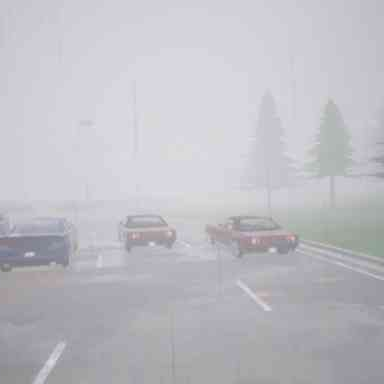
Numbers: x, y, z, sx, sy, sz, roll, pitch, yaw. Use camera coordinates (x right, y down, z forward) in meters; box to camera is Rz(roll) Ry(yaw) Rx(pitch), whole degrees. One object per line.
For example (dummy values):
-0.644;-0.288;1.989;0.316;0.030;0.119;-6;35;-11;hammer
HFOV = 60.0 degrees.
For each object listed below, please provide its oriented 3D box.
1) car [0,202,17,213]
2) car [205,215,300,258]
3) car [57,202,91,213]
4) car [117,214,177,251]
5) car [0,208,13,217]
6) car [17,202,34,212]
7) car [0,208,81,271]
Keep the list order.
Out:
-22.355;1.951;37.193;5.357;1.411;2.033;-1;0;34;car
1.956;1.532;12.531;1.895;1.301;4.718;-1;0;-15;car
-13.887;1.818;38.954;4.718;1.301;1.895;-1;0;41;car
-2.141;1.616;14.324;1.895;1.301;4.718;-1;0;-18;car
-11.203;1.804;18.316;1.895;1.301;4.718;-1;0;-27;car
-20.770;1.889;39.912;4.674;1.442;1.812;-1;0;38;car
-5.081;1.563;11.489;1.882;1.535;5.008;0;0;-15;car
